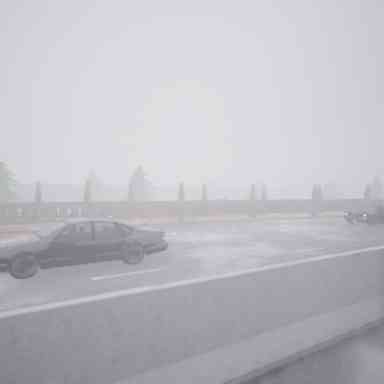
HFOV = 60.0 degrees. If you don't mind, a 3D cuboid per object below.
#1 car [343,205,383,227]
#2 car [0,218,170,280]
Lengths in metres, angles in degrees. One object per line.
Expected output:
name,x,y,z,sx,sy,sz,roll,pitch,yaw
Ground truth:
car,12.579,1.562,22.422,4.718,1.301,1.895,0,0,-23
car,-3.334,1.511,10.034,5.357,1.411,2.033,0,0,-34
